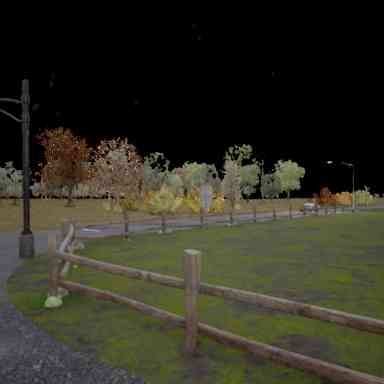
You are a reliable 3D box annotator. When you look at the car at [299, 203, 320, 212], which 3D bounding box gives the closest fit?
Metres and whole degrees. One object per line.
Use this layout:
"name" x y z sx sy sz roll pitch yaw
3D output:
"car" 18.814 2.445 53.015 2.033 1.411 5.357 -1 -2 40
